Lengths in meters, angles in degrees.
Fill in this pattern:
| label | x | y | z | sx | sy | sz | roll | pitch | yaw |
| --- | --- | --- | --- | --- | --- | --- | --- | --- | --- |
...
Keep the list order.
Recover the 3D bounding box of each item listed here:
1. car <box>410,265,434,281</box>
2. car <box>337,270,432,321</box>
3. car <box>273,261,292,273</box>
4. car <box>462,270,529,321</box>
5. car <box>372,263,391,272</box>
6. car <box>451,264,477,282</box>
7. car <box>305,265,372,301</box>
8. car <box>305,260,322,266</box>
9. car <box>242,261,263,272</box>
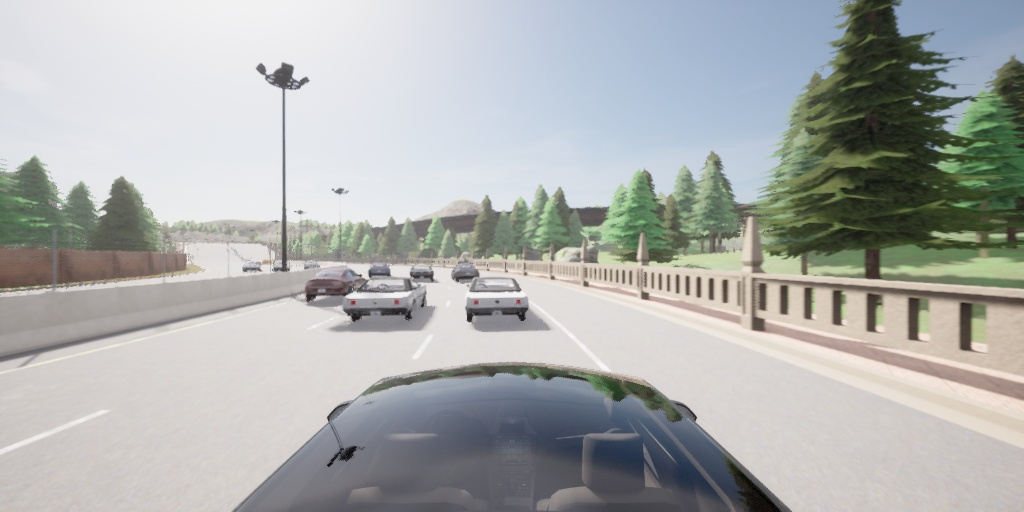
| label | x | y | z | sx | sy | sz | roll | pitch | yaw |
| --- | --- | --- | --- | --- | --- | --- | --- | --- | --- |
| car | -7.620 | 1.369 | 30.062 | 1.895 | 1.301 | 4.718 | 0 | 0 | -16 |
| car | -4.157 | 1.363 | 12.539 | 1.895 | 1.301 | 4.718 | 0 | 0 | -6 |
| car | -30.213 | 1.396 | 47.321 | 2.033 | 1.411 | 5.357 | 0 | 0 | -30 |
| car | -0.644 | 1.349 | 12.505 | 1.895 | 1.301 | 4.718 | 0 | 0 | -6 |
| car | -12.833 | 1.350 | 34.763 | 1.994 | 1.385 | 4.181 | 0 | 0 | -19 |
| car | -3.880 | 1.317 | 29.423 | 1.994 | 1.385 | 4.181 | 0 | 0 | -15 |
| car | -8.411 | 1.302 | 17.416 | 1.812 | 1.442 | 4.674 | 0 | 0 | -9 |
| car | -26.338 | 1.325 | 47.451 | 2.128 | 1.511 | 4.902 | 0 | 0 | -29 |
| car | -34.687 | 1.414 | 48.080 | 2.033 | 1.411 | 5.357 | 0 | 0 | -31 |
